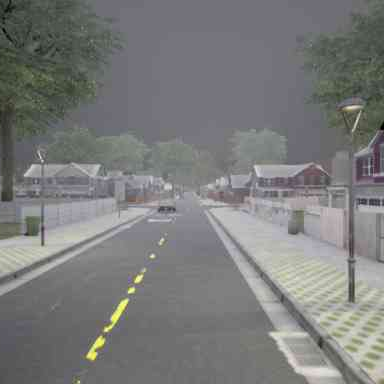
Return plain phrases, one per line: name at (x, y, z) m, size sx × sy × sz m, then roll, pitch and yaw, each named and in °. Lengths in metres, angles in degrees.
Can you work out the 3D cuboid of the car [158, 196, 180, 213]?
car at (-2.750, 1.510, 37.650) m, size 1.882 × 1.535 × 5.008 m, roll 0°, pitch 0°, yaw 0°
